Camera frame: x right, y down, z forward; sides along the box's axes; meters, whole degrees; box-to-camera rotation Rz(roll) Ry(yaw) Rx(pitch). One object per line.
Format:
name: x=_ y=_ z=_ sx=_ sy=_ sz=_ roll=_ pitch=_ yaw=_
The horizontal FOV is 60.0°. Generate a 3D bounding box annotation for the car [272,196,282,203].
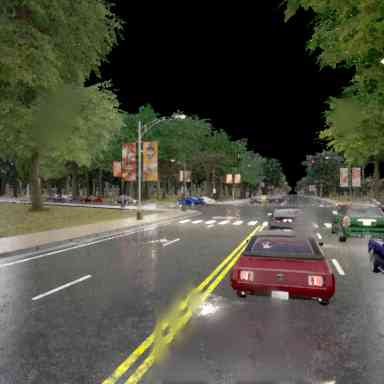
car: x=18.513 y=1.604 z=72.390 sx=1.895 sy=1.301 sz=4.718 roll=0 pitch=0 yaw=17

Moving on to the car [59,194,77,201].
car: x=-29.403 y=1.260 z=78.806 sx=4.674 sy=1.442 sz=1.812 roll=0 pitch=0 yaw=40

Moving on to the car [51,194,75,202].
car: x=-26.114 y=1.300 z=67.529 sx=4.674 sy=1.442 sz=1.812 roll=0 pitch=0 yaw=40

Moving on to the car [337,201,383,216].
car: x=17.934 y=1.650 z=34.764 sx=4.718 sy=1.301 sz=1.895 roll=0 pitch=0 yaw=40

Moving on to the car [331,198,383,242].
car: x=8.069 y=1.352 z=16.199 sx=2.097 sy=1.767 sz=4.553 roll=0 pitch=0 yaw=17

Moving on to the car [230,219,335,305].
car: x=2.255 y=1.601 z=8.207 sx=1.895 sy=1.301 sz=4.718 roll=0 pitch=0 yaw=17

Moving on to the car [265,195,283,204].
car: x=15.442 y=1.554 z=62.587 sx=2.033 sy=1.411 sz=5.357 roll=0 pitch=0 yaw=18

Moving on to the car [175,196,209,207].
car: x=-0.425 y=1.400 z=50.246 sx=5.008 sy=1.535 sz=1.882 roll=0 pitch=0 yaw=40

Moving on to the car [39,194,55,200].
car: x=-37.287 y=1.253 z=85.454 sx=4.181 sy=1.385 sz=1.994 roll=0 pitch=0 yaw=40

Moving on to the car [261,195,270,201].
car: x=18.351 y=1.535 z=82.881 sx=1.812 sy=1.442 sz=4.674 roll=0 pitch=0 yaw=17

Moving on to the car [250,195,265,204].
car: x=12.368 y=1.554 z=63.631 sx=2.033 sy=1.411 sz=5.357 roll=0 pitch=0 yaw=18

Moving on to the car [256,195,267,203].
car: x=15.321 y=1.486 z=73.072 sx=1.882 sy=1.535 sz=5.008 roll=0 pitch=0 yaw=17

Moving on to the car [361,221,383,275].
car: x=5.463 y=1.601 z=7.596 sx=1.895 sy=1.301 sz=4.718 roll=0 pitch=0 yaw=17

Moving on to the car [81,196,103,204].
car: x=-18.369 y=1.423 z=60.932 sx=4.718 sy=1.301 sz=1.895 roll=0 pitch=0 yaw=41

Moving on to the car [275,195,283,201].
car: x=21.572 y=1.489 z=82.299 sx=1.882 sy=1.535 sz=5.008 roll=0 pitch=0 yaw=17

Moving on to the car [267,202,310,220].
car: x=4.935 y=1.505 z=17.070 sx=1.837 sy=1.490 sz=4.892 roll=0 pitch=0 yaw=17

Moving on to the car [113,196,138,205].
car: x=-10.938 y=1.361 z=54.653 sx=4.902 sy=1.511 sz=2.128 roll=0 pitch=0 yaw=41

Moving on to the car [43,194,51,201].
car: x=-31.779 y=1.259 z=76.557 sx=4.674 sy=1.442 sz=1.812 roll=0 pitch=0 yaw=40

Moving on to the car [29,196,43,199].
car: x=-39.383 y=1.253 z=82.971 sx=4.181 sy=1.385 sz=1.994 roll=0 pitch=0 yaw=40

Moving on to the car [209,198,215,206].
car: x=1.551 y=1.458 z=52.845 sx=4.674 sy=1.442 sz=1.812 roll=1 pitch=0 yaw=40
